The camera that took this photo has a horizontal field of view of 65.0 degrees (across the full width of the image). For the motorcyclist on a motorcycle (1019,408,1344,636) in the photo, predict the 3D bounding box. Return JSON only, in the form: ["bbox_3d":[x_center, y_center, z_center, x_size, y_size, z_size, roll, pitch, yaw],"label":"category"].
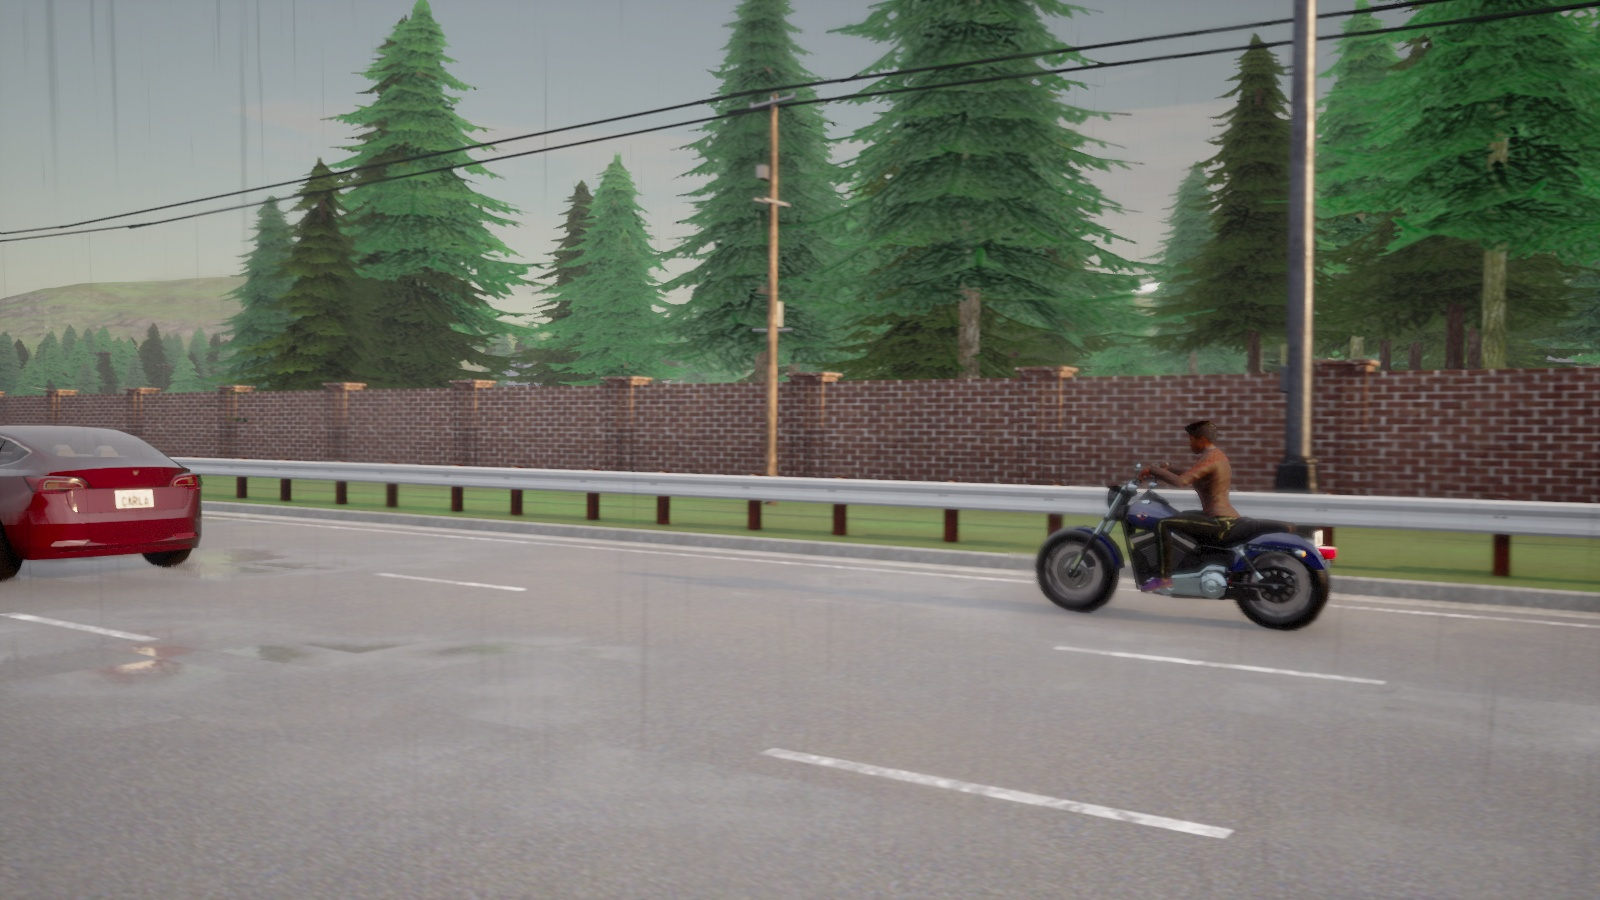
[{"bbox_3d":[3.004,0.518,10.030,2.350,1.649,0.766,0,1,34],"label":"motorcyclist on a motorcycle"}]

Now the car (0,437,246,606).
[{"bbox_3d":[-8.309,0.624,13.345,4.792,1.488,2.163,0,1,34],"label":"car"}]
